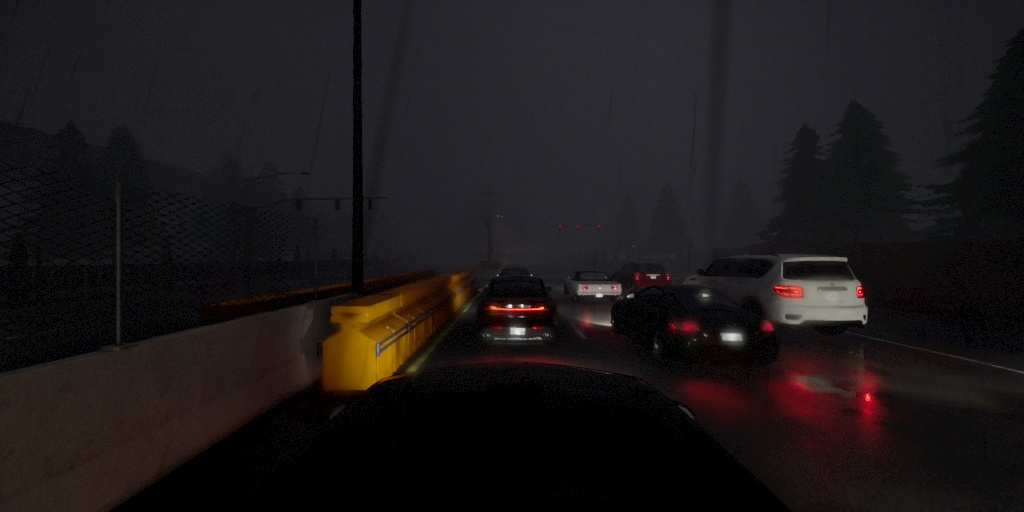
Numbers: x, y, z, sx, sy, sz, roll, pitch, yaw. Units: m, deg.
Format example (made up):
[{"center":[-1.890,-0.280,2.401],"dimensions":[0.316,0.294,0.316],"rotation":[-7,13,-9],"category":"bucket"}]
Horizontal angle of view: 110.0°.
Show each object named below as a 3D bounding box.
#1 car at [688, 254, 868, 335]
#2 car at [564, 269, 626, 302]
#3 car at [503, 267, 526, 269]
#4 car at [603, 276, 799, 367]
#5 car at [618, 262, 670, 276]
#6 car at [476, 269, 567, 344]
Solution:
[{"center":[7.121,0.971,10.635],"dimensions":[2.150,2.045,5.566],"rotation":[0,0,0],"category":"car"},{"center":[3.635,1.351,17.116],"dimensions":[1.895,1.301,4.718],"rotation":[0,0,0],"category":"car"},{"center":[0.137,1.297,19.080],"dimensions":[2.033,1.411,5.357],"rotation":[0,0,0],"category":"car"},{"center":[3.622,1.314,7.934],"dimensions":[1.994,1.385,4.181],"rotation":[0,0,-1],"category":"car"},{"center":[7.142,1.102,20.221],"dimensions":[2.097,1.767,4.553],"rotation":[0,0,0],"category":"car"},{"center":[0.118,1.255,9.563],"dimensions":[1.837,1.490,4.892],"rotation":[0,0,0],"category":"car"}]
